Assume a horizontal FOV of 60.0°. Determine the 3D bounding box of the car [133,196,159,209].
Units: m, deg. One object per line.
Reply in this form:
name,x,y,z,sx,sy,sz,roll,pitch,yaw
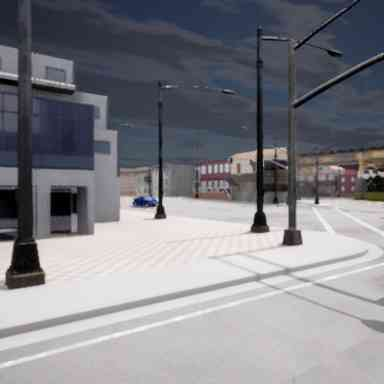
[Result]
car,-5.674,1.218,41.847,1.882,1.535,5.008,0,1,-36
